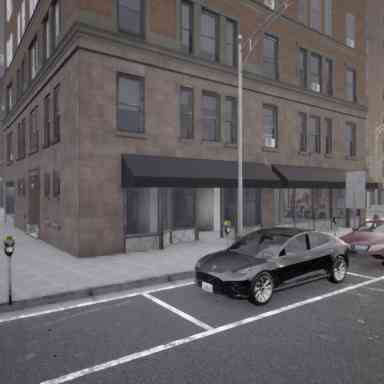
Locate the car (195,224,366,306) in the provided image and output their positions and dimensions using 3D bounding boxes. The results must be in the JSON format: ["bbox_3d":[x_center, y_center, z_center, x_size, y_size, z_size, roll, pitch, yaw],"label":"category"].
[{"bbox_3d":[2.077,1.565,8.049,4.313,1.339,1.947,0,0,-36],"label":"car"}]

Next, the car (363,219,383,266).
[{"bbox_3d":[6.540,1.581,11.267,4.206,1.307,1.802,0,0,-36],"label":"car"}]
